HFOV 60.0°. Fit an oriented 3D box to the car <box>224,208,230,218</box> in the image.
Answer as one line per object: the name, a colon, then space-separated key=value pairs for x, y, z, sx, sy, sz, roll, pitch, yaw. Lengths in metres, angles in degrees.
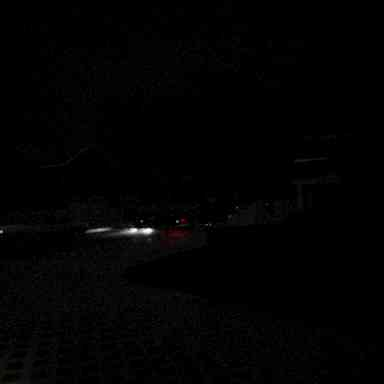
car: x=2.100 y=2.037 z=33.227 sx=1.895 sy=1.301 sz=4.718 roll=-3 pitch=-2 yaw=29

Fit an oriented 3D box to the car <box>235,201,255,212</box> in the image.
car: x=7.176 y=1.935 z=42.453 sx=2.097 sy=1.767 sz=4.553 roll=-3 pitch=-2 yaw=29

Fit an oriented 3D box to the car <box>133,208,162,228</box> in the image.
car: x=-2.552 y=1.873 z=24.743 sx=1.994 sy=1.385 sz=4.181 roll=-3 pitch=-2 yaw=28

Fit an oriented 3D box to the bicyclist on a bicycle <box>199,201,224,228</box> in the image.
bicyclist on a bicycle: x=1.127 y=1.314 z=19.293 sx=1.656 sy=1.620 sz=0.582 roll=-3 pitch=-2 yaw=29

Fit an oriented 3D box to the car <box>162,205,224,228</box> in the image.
car: x=0.204 y=1.690 z=23.686 sx=1.837 sy=1.490 sz=4.892 roll=-3 pitch=-2 yaw=29

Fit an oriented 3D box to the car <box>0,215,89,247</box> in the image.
car: x=-7.389 y=1.781 z=15.983 sx=1.895 sy=1.301 sz=4.718 roll=-3 pitch=-2 yaw=30

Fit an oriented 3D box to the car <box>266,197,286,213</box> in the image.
car: x=11.604 y=1.740 z=44.591 sx=2.150 sy=2.045 sz=5.566 roll=-3 pitch=-2 yaw=29
